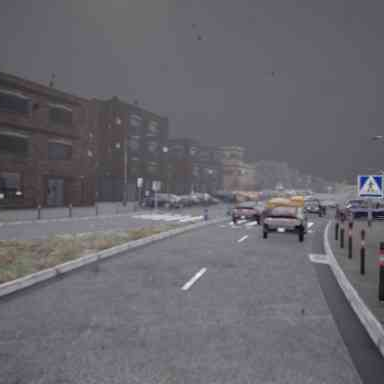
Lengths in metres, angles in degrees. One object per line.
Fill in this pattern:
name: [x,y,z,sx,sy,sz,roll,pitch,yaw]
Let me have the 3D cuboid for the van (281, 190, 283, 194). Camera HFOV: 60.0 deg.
van: [18.101,0.456,77.507,4.442,1.987,1.878,1,1,27]

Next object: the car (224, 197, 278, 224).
car: [4.153,1.335,22.652,2.128,1.511,4.902,1,1,25]

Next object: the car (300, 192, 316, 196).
car: [16.989,1.164,48.360,1.812,1.442,4.674,1,1,27]

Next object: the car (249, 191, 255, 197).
car: [7.850,0.845,57.840,5.008,1.535,2.097,1,1,27]

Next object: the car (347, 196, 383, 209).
car: [22.446,1.295,42.104,4.892,1.521,2.231,1,1,27]

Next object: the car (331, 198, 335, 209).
car: [16.829,1.360,41.339,1.895,1.301,4.718,1,1,28]

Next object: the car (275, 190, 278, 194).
car: [15.422,0.716,72.547,4.892,1.521,2.231,1,1,27]

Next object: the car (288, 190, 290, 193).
car: [21.723,0.637,84.807,4.892,1.521,2.231,1,1,27]

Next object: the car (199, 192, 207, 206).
car: [-0.969,1.054,40.667,4.674,1.452,2.002,1,1,27]

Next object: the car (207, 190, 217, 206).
car: [0.320,0.870,43.104,4.553,1.767,2.185,1,1,27]

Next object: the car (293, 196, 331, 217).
car: [10.865,1.406,29.803,2.033,1.411,5.357,1,1,27]

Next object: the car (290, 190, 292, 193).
car: [22.951,0.652,87.277,4.792,1.488,2.163,1,1,27]

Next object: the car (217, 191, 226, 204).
car: [1.547,0.974,45.579,4.892,1.521,2.231,1,1,27]

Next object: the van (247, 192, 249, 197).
van: [6.701,0.646,55.328,4.442,1.987,1.878,1,1,27]

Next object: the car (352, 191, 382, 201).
car: [37.686,0.768,71.764,5.566,2.045,2.435,1,1,27]

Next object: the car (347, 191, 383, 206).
car: [26.292,0.959,49.638,5.566,2.045,2.435,1,1,27]

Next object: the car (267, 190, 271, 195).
car: [12.901,0.755,67.643,4.892,1.521,2.231,1,1,27]

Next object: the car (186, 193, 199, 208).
car: [-2.235,1.033,38.219,5.008,1.535,2.097,1,1,27]

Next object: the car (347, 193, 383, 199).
car: [16.105,1.290,29.730,4.553,1.767,2.185,1,1,27]

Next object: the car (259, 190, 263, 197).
car: [10.349,0.671,62.753,4.553,1.767,2.185,1,1,27]

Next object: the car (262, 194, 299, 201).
car: [8.449,1.278,31.646,1.882,1.535,5.008,1,1,28]

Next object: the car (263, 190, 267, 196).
car: [11.665,0.649,65.178,4.553,1.767,2.185,1,1,27]

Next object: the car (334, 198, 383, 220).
car: [13.561,1.467,24.928,4.792,1.488,2.163,1,1,27]

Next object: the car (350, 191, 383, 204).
car: [30.102,0.887,56.913,5.566,2.045,2.435,1,1,27]

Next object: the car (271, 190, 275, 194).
car: [14.162,0.734,70.095,4.892,1.521,2.231,1,1,27]

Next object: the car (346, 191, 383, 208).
car: [23.741,1.015,44.558,5.566,2.045,2.435,1,1,27]

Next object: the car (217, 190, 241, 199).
car: [4.051,0.670,50.489,5.566,2.045,2.435,1,1,27]

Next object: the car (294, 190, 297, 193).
car: [25.493,0.601,92.170,5.008,1.535,2.097,1,1,27]

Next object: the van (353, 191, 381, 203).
van: [31.246,0.887,59.451,4.442,1.987,1.878,1,1,27]

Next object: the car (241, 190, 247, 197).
car: [5.499,0.896,52.848,5.366,1.575,1.946,1,1,27]

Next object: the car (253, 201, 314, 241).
car: [4.702,1.414,16.497,2.128,1.511,4.902,1,0,21]

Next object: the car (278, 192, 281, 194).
car: [16.682,0.698,74.998,4.892,1.521,2.231,1,1,27]

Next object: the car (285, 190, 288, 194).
car: [20.293,0.643,82.444,5.366,1.575,1.946,1,1,27]

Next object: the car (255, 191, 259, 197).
car: [9.089,0.694,60.302,4.553,1.767,2.185,1,1,27]

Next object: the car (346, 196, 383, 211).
car: [21.220,1.320,39.749,5.008,1.535,2.097,1,1,27]

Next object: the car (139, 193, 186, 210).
car: [-3.463,0.922,35.743,4.553,1.767,2.185,1,1,27]

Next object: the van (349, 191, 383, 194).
van: [17.306,1.170,32.382,4.442,1.987,1.878,1,1,27]

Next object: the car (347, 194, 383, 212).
car: [19.924,1.224,37.149,4.553,1.767,2.185,1,1,27]

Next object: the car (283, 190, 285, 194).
car: [19.199,0.704,79.905,4.674,1.452,2.002,1,1,27]

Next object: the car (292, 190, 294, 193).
car: [24.235,0.652,89.716,4.674,1.452,2.002,1,1,27]

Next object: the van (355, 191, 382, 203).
van: [32.725,0.870,61.814,4.442,1.987,1.878,1,1,27]

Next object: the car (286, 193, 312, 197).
car: [12.830,1.209,40.158,1.882,1.535,5.008,1,1,28]
